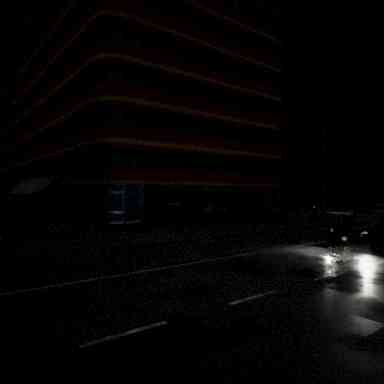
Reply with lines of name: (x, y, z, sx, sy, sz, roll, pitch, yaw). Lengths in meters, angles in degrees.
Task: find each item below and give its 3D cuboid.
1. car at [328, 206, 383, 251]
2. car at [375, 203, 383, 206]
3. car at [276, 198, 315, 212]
car: (7.758, 1.530, 14.359, 4.674, 1.442, 1.812, 0, 0, -38)
car: (23.317, 1.613, 37.495, 1.895, 1.301, 4.718, 0, 0, -42)
car: (12.503, 1.502, 40.012, 2.128, 1.511, 4.902, 0, 0, -38)
